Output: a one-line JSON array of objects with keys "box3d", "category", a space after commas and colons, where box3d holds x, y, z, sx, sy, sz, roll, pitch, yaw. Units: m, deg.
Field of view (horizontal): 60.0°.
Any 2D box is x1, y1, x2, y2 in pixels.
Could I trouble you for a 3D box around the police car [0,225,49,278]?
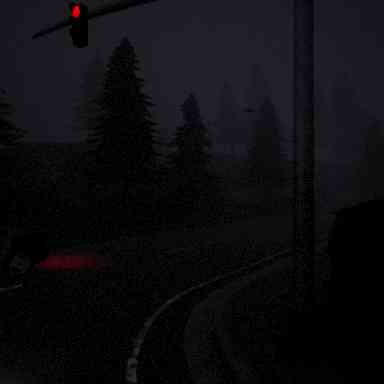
[{"box3d": [-6.192, 1.431, 8.054, 1.930, 1.638, 5.238, 0, 0, 36], "category": "police car"}]
